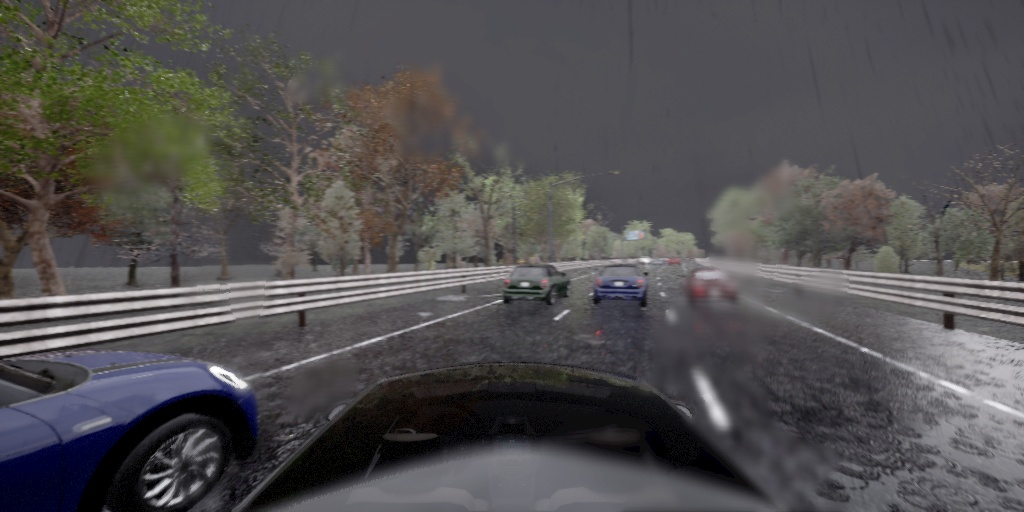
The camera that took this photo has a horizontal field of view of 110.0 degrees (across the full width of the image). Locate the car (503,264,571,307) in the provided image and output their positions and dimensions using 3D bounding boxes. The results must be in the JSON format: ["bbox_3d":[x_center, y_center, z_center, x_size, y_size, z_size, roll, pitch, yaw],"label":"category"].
[{"bbox_3d":[1.258,1.144,16.166,2.097,1.767,4.553,0,0,21],"label":"car"}]

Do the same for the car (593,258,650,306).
[{"bbox_3d":[4.965,1.120,16.092,2.097,1.767,4.553,0,0,21],"label":"car"}]

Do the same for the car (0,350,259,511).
[{"bbox_3d":[-3.974,1.127,1.797,2.097,1.767,4.553,0,0,19],"label":"car"}]

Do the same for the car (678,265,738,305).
[{"bbox_3d":[8.713,1.270,16.077,1.812,1.442,4.674,0,0,21],"label":"car"}]
